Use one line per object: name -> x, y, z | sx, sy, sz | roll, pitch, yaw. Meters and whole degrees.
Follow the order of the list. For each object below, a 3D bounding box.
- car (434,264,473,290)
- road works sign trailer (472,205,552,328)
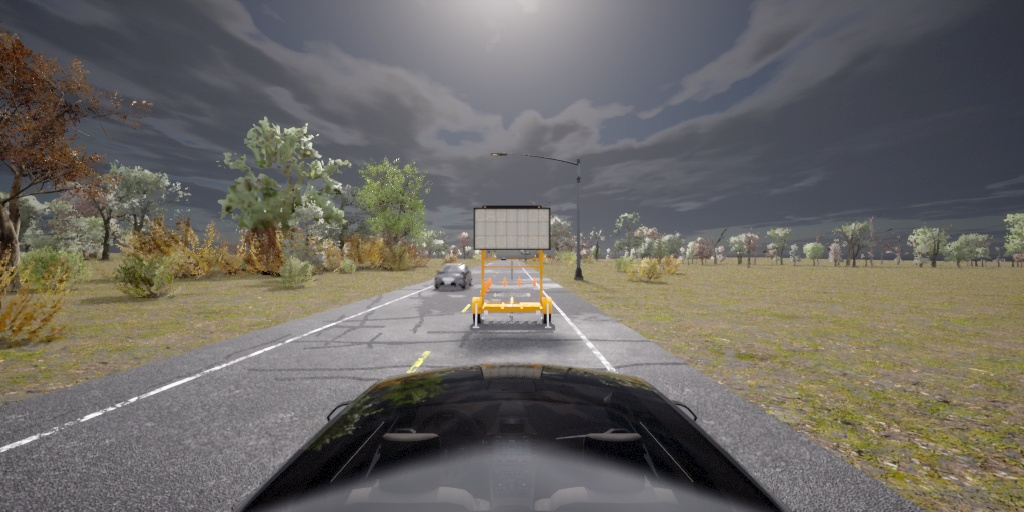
car -> -3.597, 1.247, 22.566 | 2.128, 1.511, 4.902 | 0, 0, 0
road works sign trailer -> 0.002, 0.216, 11.344 | 2.380, 3.560, 2.880 | 0, 0, 0
